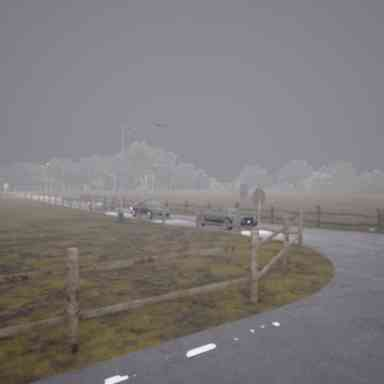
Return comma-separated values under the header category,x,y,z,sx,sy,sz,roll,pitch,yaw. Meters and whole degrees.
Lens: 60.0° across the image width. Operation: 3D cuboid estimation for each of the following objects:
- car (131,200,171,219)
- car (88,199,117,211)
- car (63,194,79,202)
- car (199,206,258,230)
category,x,y,z,sx,sy,sz,roll,pitch,yaw
car,-3.648,1.490,28.943,1.837,1.490,4.892,1,-1,-36
car,-10.281,1.476,38.168,1.895,1.301,4.718,1,0,-35
car,-21.370,0.971,58.660,2.033,1.411,5.357,1,1,-37
car,2.133,1.558,20.886,1.994,1.385,4.181,1,-1,-35
